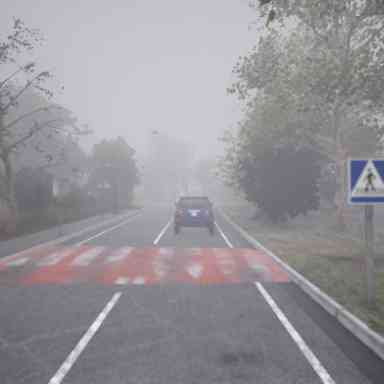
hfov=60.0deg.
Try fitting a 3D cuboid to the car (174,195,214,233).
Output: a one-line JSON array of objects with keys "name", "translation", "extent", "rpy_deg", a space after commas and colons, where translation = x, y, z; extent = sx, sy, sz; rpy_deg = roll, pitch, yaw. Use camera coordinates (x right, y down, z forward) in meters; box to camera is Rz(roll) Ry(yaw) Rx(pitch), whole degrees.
[{"name": "car", "translation": [0.124, 1.199, 19.591], "extent": [2.150, 2.045, 5.566], "rpy_deg": [0, 0, 0]}]

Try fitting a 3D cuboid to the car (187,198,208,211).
[{"name": "car", "translation": [0.710, 1.387, 38.433], "extent": [2.033, 1.411, 5.357], "rpy_deg": [0, 0, 4]}]
